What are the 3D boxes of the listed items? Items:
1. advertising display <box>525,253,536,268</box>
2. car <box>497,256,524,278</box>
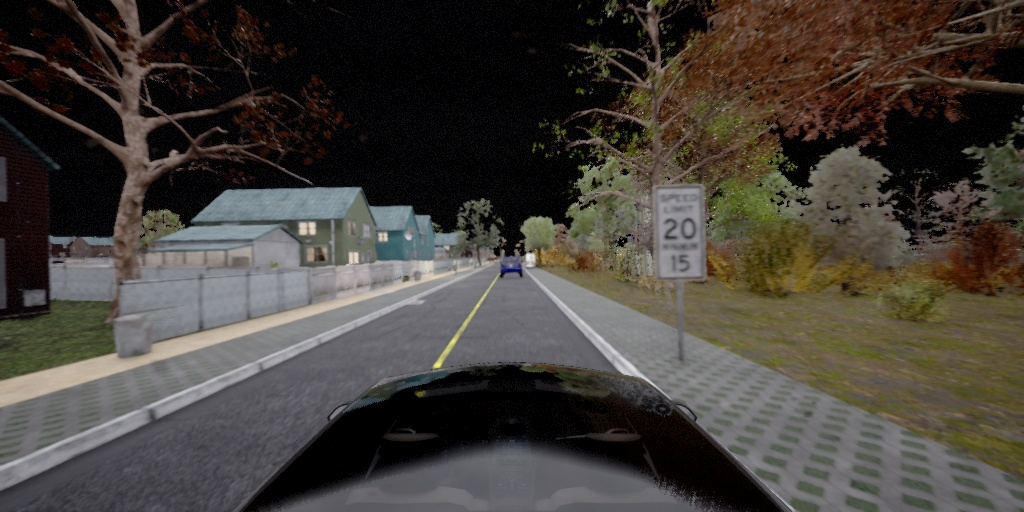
[{"bbox_3d":[2.903,0.770,55.274,1.540,2.440,0.280,0,0,0],"label":"advertising display"},{"bbox_3d":[-0.049,1.010,35.451,2.150,2.045,5.566,-1,0,1],"label":"car"}]
